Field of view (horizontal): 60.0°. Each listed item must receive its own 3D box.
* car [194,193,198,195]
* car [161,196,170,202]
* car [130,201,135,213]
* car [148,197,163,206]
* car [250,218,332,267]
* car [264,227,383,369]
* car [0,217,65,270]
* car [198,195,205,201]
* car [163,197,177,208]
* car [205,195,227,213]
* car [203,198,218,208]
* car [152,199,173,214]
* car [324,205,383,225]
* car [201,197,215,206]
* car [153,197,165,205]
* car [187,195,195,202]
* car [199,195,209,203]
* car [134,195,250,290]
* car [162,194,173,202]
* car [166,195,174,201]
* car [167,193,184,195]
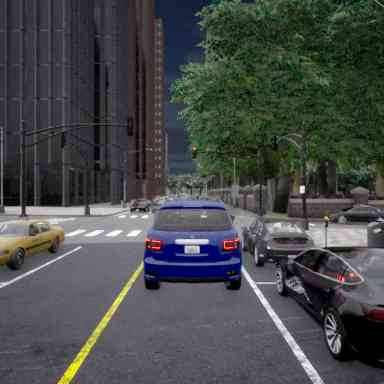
[{"bbox_3d":[-0.070,1.537,65.962,2.128,1.511,4.902,0,0,0],"label":"car"},{"bbox_3d":[-5.961,1.640,76.071,1.802,1.307,4.206,0,0,0],"label":"car"},{"bbox_3d":[-5.861,1.579,37.872,1.947,1.339,4.313,0,0,0],"label":"car"},{"bbox_3d":[-5.904,1.582,54.242,2.008,1.369,4.403,0,0,0],"label":"car"},{"bbox_3d":[2.734,1.551,11.238,2.008,1.369,4.403,0,0,0],"label":"car"},{"bbox_3d":[2.749,1.566,5.725,1.947,1.339,4.313,0,0,0],"label":"car"},{"bbox_3d":[-5.790,1.526,11.037,1.752,1.417,4.829,0,0,0],"label":"car"},{"bbox_3d":[2.535,1.598,87.181,1.752,1.417,4.829,0,0,0],"label":"car"},{"bbox_3d":[-3.222,1.551,48.883,1.812,1.442,4.674,0,0,0],"label":"car"},{"bbox_3d":[2.664,1.328,37.903,2.192,1.841,5.009,0,0,0],"label":"car"},{"bbox_3d":[2.635,1.591,48.816,1.947,1.339,4.313,0,0,0],"label":"car"},{"bbox_3d":[-3.234,1.538,36.779,1.812,1.442,4.674,0,0,1],"label":"car"},{"bbox_3d":[12.906,1.797,26.098,4.892,1.490,1.837,1,0,1],"label":"car"},{"bbox_3d":[2.621,1.582,54.272,2.008,1.369,4.403,0,0,0],"label":"car"},{"bbox_3d":[-5.918,1.620,59.699,1.802,1.307,4.206,0,0,0],"label":"car"},{"bbox_3d":[-0.206,1.561,78.847,1.837,1.490,4.892,0,0,0],"label":"car"},{"bbox_3d":[2.578,1.491,70.642,1.967,1.590,4.097,0,0,0],"label":"car"},{"bbox_3d":[0.050,1.222,9.218,2.150,2.045,5.566,0,0,1],"label":"car"},{"bbox_3d":[-5.975,1.380,81.528,2.192,1.841,5.009,0,0,0],"label":"car"},{"bbox_3d":[-6.004,1.626,92.442,1.887,1.381,4.507,0,0,0],"label":"car"},{"bbox_3d":[-3.216,1.395,63.632,2.097,1.767,4.553,0,0,0],"label":"car"}]
